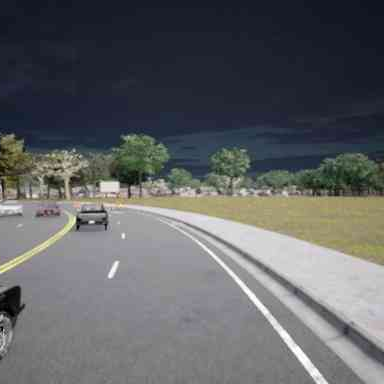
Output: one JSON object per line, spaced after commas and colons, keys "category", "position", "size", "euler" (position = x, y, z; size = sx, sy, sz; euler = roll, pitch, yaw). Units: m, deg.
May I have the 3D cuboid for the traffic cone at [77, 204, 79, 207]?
{"category": "traffic cone", "position": [-15.798, 1.938, 47.292], "size": [0.340, 0.580, 0.340], "euler": [-1, 0, -31]}

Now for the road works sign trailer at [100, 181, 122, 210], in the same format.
{"category": "road works sign trailer", "position": [-10.010, 0.416, 40.276], "size": [2.380, 3.560, 2.880], "euler": [-1, 0, -31]}

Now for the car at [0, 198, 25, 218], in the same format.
{"category": "car", "position": [-17.082, 1.574, 31.614], "size": [1.812, 1.442, 4.674], "euler": [0, 0, -25]}

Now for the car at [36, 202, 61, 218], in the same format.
{"category": "car", "position": [-13.012, 1.579, 30.312], "size": [1.994, 1.385, 4.181], "euler": [-1, 0, -23]}

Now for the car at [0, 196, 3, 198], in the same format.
{"category": "car", "position": [-36.911, 1.490, 62.972], "size": [4.902, 1.511, 2.128], "euler": [-1, 0, 41]}

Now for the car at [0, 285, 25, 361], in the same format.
{"category": "car", "position": [-3.356, 1.612, 2.875], "size": [1.895, 1.301, 4.718], "euler": [0, 0, -2]}

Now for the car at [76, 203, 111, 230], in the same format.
{"category": "car", "position": [-6.265, 1.479, 21.142], "size": [2.128, 1.511, 4.902], "euler": [0, 0, -14]}
